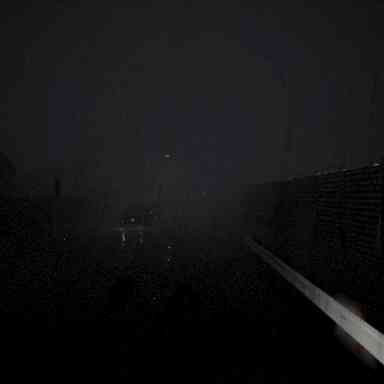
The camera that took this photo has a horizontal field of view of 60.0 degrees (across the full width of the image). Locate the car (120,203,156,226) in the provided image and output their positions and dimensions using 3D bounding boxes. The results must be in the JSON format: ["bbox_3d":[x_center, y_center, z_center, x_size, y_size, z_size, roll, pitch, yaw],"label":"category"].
[{"bbox_3d":[-4.094,1.774,24.975,1.994,1.385,4.181,0,0,0],"label":"car"}]

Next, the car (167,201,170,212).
[{"bbox_3d":[-4.048,1.858,45.310,1.882,1.535,5.008,0,0,0],"label":"car"}]

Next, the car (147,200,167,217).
[{"bbox_3d":[-4.086,1.772,35.047,1.882,1.535,5.008,0,0,0],"label":"car"}]

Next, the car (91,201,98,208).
[{"bbox_3d":[-14.555,1.552,45.020,3.633,1.501,1.845,0,0,-3],"label":"car"}]

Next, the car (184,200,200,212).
[{"bbox_3d":[0.016,1.891,45.849,1.837,1.490,4.892,0,0,0],"label":"car"}]
